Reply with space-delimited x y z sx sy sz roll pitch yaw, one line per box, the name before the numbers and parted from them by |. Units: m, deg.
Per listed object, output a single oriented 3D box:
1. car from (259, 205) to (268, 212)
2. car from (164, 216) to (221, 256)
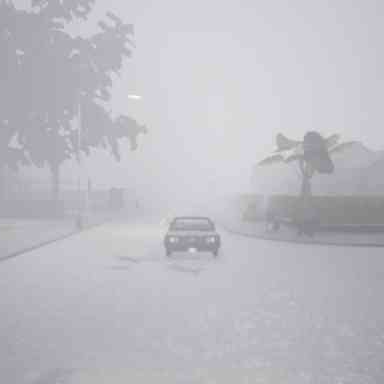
car | 8.671 1.363 29.272 5.357 1.415 2.033 0 0 2
car | -0.001 1.595 13.081 1.895 1.301 4.718 0 0 0
